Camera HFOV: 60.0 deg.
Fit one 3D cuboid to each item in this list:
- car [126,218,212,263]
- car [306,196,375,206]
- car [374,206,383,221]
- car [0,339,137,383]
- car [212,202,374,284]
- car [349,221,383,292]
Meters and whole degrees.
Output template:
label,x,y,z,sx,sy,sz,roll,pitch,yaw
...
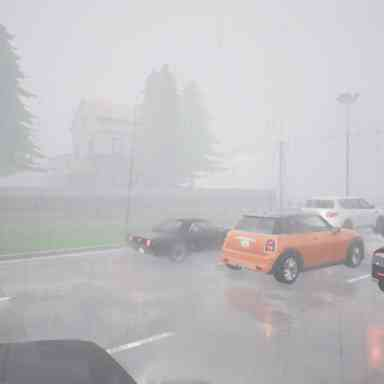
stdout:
label,x,y,z,sx,sy,sz,roll,pitch,yaw
car,0.179,1.600,12.003,4.718,1.301,1.895,0,0,-36
car,8.110,1.220,17.700,5.566,2.045,2.150,0,0,-36
car,10.551,1.475,15.146,5.008,1.535,1.882,0,0,-36
car,-2.664,1.548,1.337,5.357,1.411,2.033,0,0,-35
car,3.095,1.351,9.802,4.553,1.767,2.097,0,0,-36
car,5.980,1.490,7.561,4.902,1.511,2.128,0,0,-36
